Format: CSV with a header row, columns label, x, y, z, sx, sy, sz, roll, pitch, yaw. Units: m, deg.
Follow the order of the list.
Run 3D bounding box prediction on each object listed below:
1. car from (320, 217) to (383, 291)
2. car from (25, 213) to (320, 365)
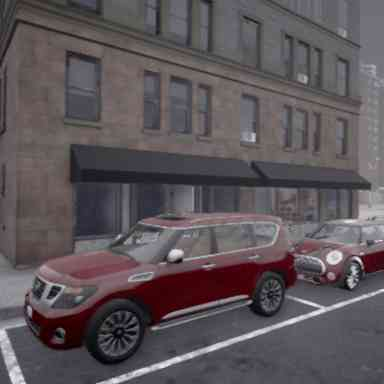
label,x,y,z,sx,sy,sz,roll,pitch,yaw
car,4.217,1.526,9.199,4.097,1.590,1.967,1,0,-36
car,-0.185,1.347,6.057,5.009,1.841,2.192,1,0,-36
